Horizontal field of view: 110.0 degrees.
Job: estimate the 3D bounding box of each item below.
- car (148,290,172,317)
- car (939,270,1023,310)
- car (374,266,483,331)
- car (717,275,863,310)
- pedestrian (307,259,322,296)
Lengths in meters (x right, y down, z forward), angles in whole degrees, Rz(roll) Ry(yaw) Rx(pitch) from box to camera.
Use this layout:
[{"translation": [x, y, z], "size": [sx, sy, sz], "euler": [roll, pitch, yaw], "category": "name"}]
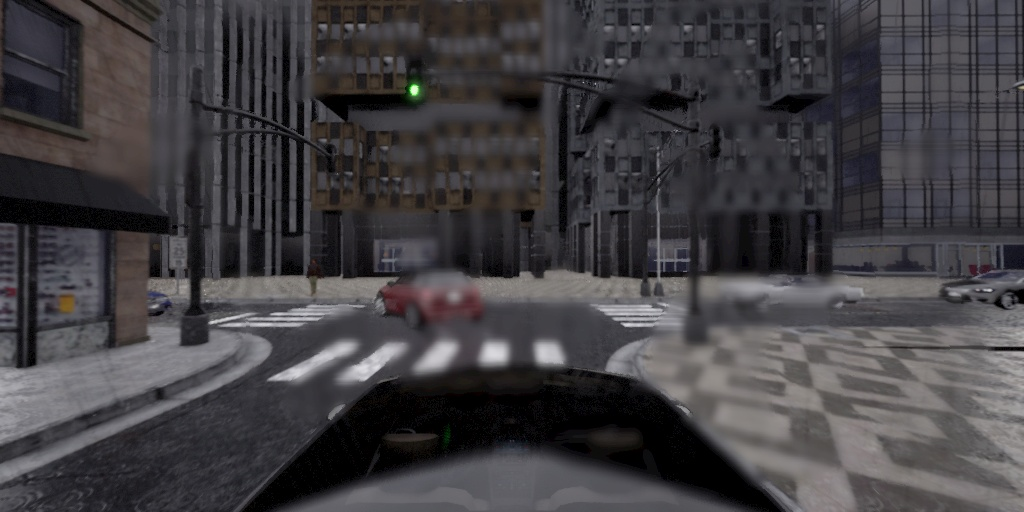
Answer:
[{"translation": [-13.921, 1.378, 11.661], "size": [4.674, 1.442, 1.812], "euler": [0, 0, 1], "category": "car"}, {"translation": [20.485, 1.321, 14.583], "size": [4.902, 1.511, 2.128], "euler": [0, 0, 1], "category": "car"}, {"translation": [-2.864, 1.188, 11.749], "size": [2.097, 1.767, 4.553], "euler": [0, 0, -36], "category": "car"}, {"translation": [11.141, 1.444, 14.660], "size": [4.718, 1.301, 1.895], "euler": [0, 0, 1], "category": "car"}, {"translation": [-9.901, 1.041, 17.872], "size": [0.375, 1.860, 0.375], "euler": [0, 0, 0], "category": "pedestrian"}]
